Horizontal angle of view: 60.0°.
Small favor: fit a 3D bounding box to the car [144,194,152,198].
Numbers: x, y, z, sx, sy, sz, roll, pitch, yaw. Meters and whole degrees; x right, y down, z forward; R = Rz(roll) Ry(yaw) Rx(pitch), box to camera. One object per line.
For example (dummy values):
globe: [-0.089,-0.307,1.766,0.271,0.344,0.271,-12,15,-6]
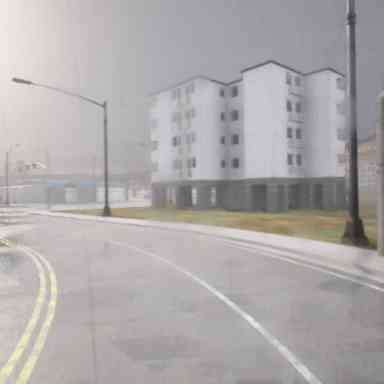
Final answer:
car: [-10.968,1.175,85.364,1.837,1.490,4.892,-1,0,13]
